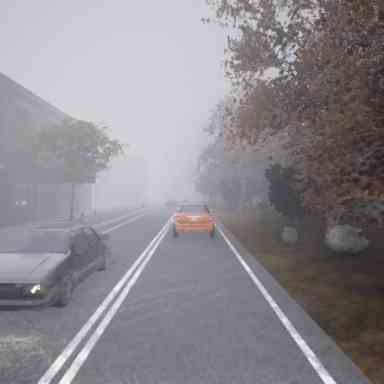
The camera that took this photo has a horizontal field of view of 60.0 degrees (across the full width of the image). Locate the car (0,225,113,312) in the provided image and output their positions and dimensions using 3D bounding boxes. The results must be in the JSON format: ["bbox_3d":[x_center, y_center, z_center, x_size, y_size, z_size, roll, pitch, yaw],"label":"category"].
[{"bbox_3d":[-3.349,1.549,8.173,2.033,1.411,5.357,0,0,0],"label":"car"}]

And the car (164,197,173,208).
[{"bbox_3d":[-3.235,1.633,52.053,1.837,1.490,4.892,0,-1,1],"label":"car"}]

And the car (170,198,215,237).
[{"bbox_3d":[0.105,1.355,18.338,2.097,1.767,4.553,0,0,0],"label":"car"}]
